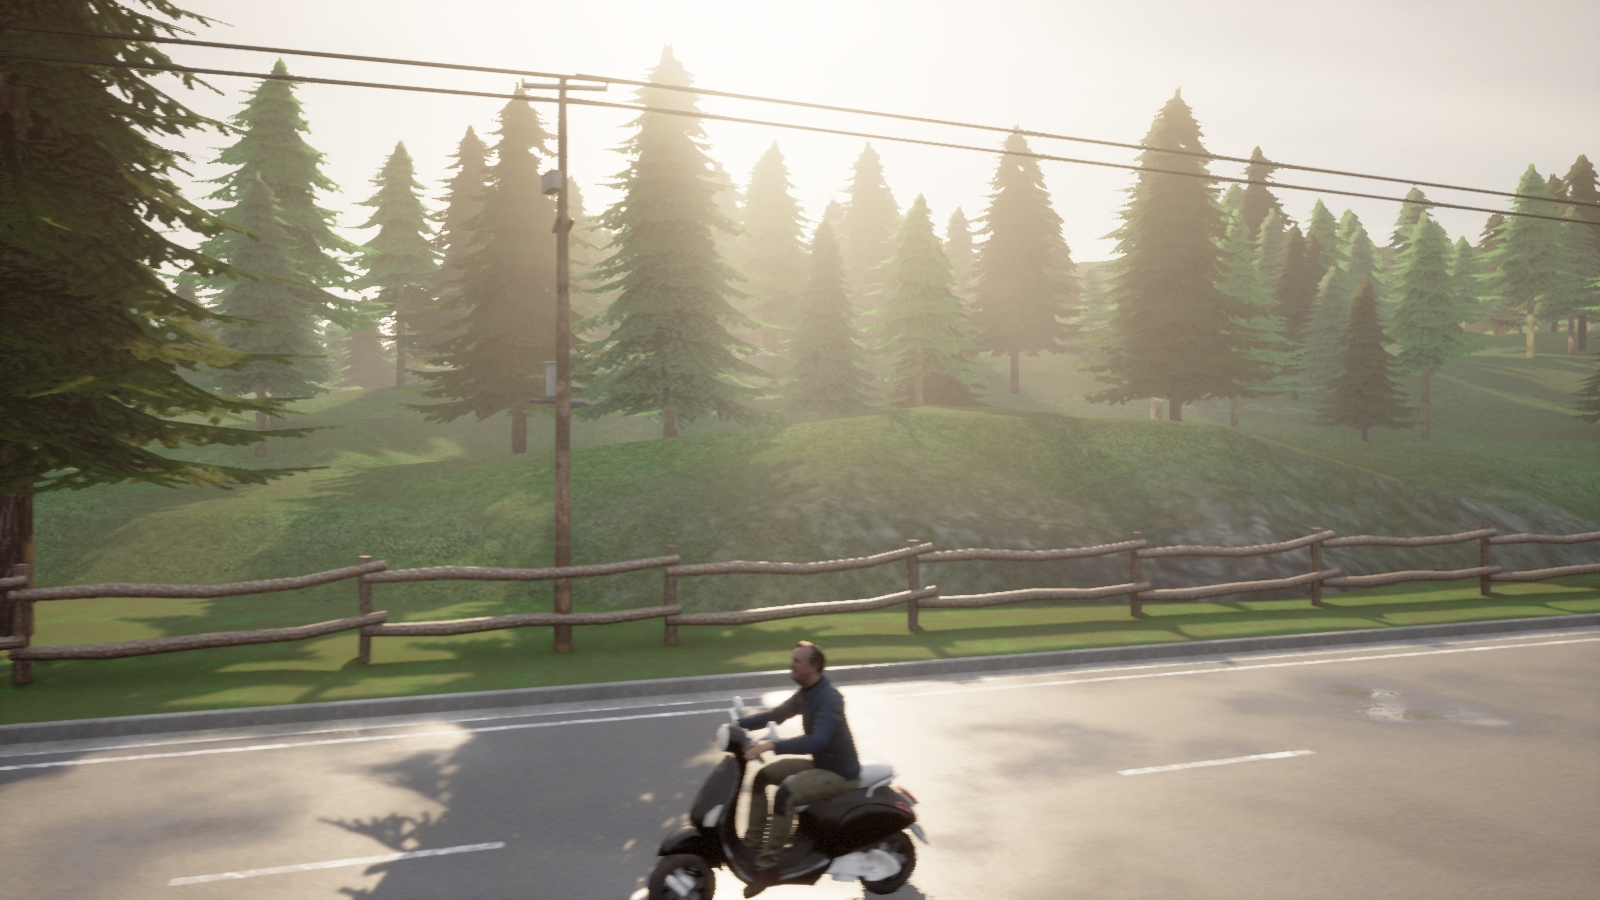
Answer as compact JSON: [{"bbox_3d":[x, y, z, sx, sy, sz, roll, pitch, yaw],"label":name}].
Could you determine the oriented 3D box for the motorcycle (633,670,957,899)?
[{"bbox_3d":[-0.047,2.141,7.007,1.805,1.316,0.856,0,0,-20],"label":"motorcycle"}]
